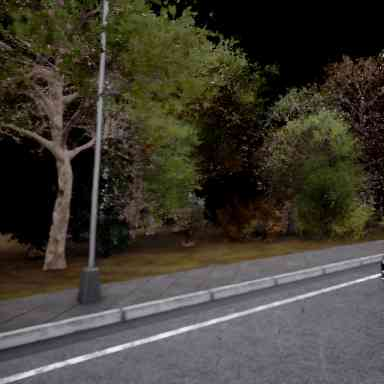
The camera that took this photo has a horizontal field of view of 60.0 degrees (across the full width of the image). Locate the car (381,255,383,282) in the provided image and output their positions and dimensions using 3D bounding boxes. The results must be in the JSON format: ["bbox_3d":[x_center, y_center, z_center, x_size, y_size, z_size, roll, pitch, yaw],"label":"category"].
[{"bbox_3d":[6.620,1.544,8.345,4.902,1.511,2.128,0,0,-35],"label":"car"}]
